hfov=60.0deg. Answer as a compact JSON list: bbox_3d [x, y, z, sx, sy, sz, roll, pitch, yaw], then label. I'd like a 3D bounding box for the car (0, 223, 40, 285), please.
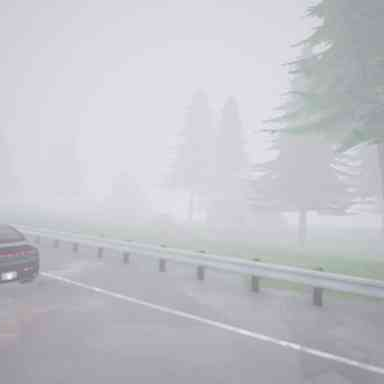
[{"bbox_3d":[-5.762,1.519,8.534,4.892,1.490,1.837,0,0,38],"label":"car"}]
